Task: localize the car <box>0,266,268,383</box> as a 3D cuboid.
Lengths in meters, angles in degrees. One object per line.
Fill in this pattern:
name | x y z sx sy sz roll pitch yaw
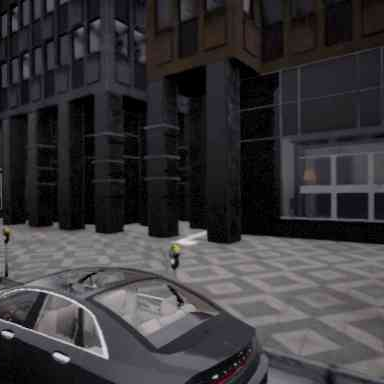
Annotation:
car | -1.333 1.588 3.911 4.403 1.369 2.008 -1 0 35
